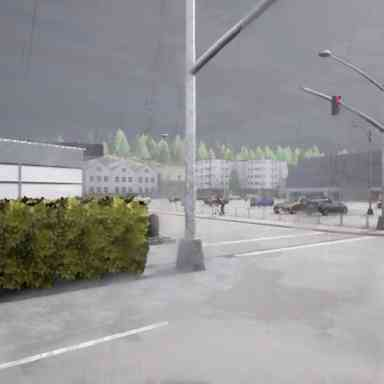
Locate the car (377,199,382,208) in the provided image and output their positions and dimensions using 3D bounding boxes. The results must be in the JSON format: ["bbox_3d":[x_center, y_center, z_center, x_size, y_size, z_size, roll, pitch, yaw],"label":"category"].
[{"bbox_3d":[25.650,1.384,43.025,3.806,1.475,1.970,0,0,-35],"label":"car"}]

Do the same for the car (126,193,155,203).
[{"bbox_3d":[-9.386,1.361,60.531,3.806,1.475,1.970,0,0,-35],"label":"car"}]

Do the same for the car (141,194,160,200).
[{"bbox_3d":[-11.356,1.286,90.748,5.008,1.535,1.882,0,0,-35],"label":"car"}]

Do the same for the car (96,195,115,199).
[{"bbox_3d":[-11.427,1.505,41.311,1.837,1.490,4.892,0,0,-35],"label":"car"}]

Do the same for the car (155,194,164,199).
[{"bbox_3d":[-9.433,1.308,87.822,4.892,1.490,1.837,0,0,-35],"label":"car"}]

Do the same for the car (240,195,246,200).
[{"bbox_3d":[13.600,1.153,72.786,5.027,1.636,2.152,0,0,-35],"label":"car"}]

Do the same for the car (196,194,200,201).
[{"bbox_3d":[1.786,1.298,76.835,4.514,1.523,2.007,0,0,-35],"label":"car"}]

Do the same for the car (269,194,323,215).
[{"bbox_3d":[10.258,1.330,32.465,5.027,1.636,2.152,0,0,-35],"label":"car"}]

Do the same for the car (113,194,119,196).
[{"bbox_3d":[-19.772,1.333,84.911,4.902,1.511,2.128,0,0,-35],"label":"car"}]

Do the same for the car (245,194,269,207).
[{"bbox_3d":[9.773,1.319,46.571,3.633,1.501,1.845,0,0,-35],"label":"car"}]

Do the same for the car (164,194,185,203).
[{"bbox_3d":[-2.453,1.097,65.414,4.605,1.855,1.932,0,0,-35],"label":"car"}]

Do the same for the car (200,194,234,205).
[{"bbox_3d":[4.091,1.298,54.791,4.514,1.523,2.007,0,0,-35],"label":"car"}]

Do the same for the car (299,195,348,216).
[{"bbox_3d":[12.095,1.339,29.923,4.514,1.523,2.007,0,0,-35],"label":"car"}]

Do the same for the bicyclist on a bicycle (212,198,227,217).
[{"bbox_3d":[2.337,1.300,27.998,1.656,1.620,0.582,0,0,-35],"label":"bicyclist on a bicycle"}]

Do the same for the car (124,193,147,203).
[{"bbox_3d":[-10.787,1.077,63.608,3.866,1.878,1.905,0,0,-35],"label":"car"}]

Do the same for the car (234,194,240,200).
[{"bbox_3d":[9.663,1.232,77.864,3.806,1.475,1.970,0,0,-35],"label":"car"}]
